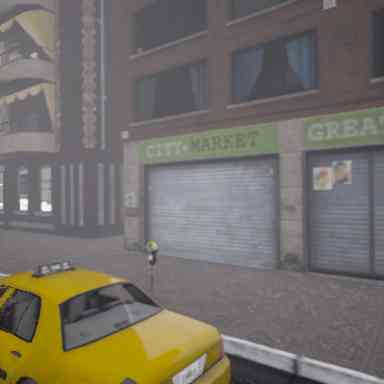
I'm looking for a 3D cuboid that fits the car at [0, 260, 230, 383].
[{"bbox_3d":[-1.902,1.557,4.232,4.829,1.417,1.752,-1,-1,35],"label":"car"}]
